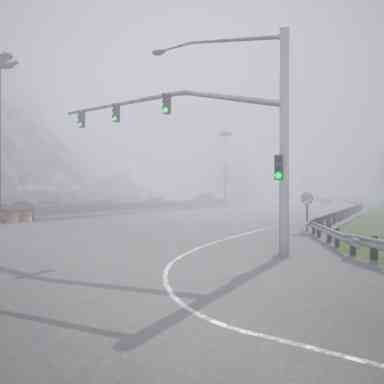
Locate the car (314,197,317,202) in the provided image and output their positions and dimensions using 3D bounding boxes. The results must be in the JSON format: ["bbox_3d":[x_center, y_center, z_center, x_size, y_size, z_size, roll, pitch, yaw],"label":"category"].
[{"bbox_3d":[28.159,1.520,72.898,2.033,1.411,5.357,0,0,7],"label":"car"}]

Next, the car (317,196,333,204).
[{"bbox_3d":[25.604,1.549,63.310,1.994,1.385,4.181,0,0,16],"label":"car"}]

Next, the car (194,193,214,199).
[{"bbox_3d":[2.276,1.163,60.673,2.150,2.045,5.566,0,0,26],"label":"car"}]

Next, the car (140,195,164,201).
[{"bbox_3d":[-5.763,1.432,46.756,2.128,1.511,4.902,0,0,32],"label":"car"}]

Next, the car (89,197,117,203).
[{"bbox_3d":[-10.791,1.540,38.800,1.895,1.301,4.718,0,0,33],"label":"car"}]

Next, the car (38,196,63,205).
[{"bbox_3d":[-19.677,1.268,44.397,2.097,1.767,4.553,0,0,32],"label":"car"}]

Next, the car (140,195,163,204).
[{"bbox_3d":[-7.767,1.412,64.008,2.128,1.511,4.902,0,0,26],"label":"car"}]

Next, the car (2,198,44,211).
[{"bbox_3d":[-16.218,1.501,30.288,1.994,1.385,4.181,0,0,33],"label":"car"}]
